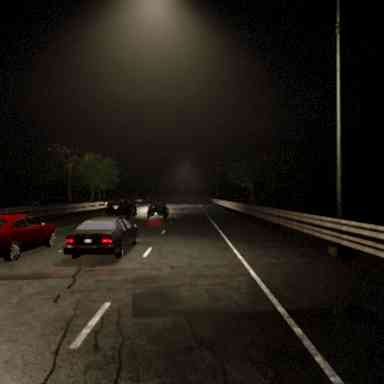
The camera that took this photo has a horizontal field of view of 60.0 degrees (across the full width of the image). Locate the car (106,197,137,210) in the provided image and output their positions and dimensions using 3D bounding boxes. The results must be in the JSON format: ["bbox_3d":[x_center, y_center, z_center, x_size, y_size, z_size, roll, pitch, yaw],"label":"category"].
[{"bbox_3d":[-6.906,1.539,32.840,2.150,2.045,5.566,0,-1,0],"label":"car"}]

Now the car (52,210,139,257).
[{"bbox_3d":[-3.402,1.674,13.380,2.033,1.411,5.357,0,-1,0],"label":"car"}]

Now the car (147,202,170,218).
[{"bbox_3d":[-3.406,1.832,33.843,1.837,1.490,4.892,0,-1,0],"label":"car"}]

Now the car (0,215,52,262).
[{"bbox_3d":[-6.903,1.597,12.660,1.882,1.535,5.008,0,-1,0],"label":"car"}]
